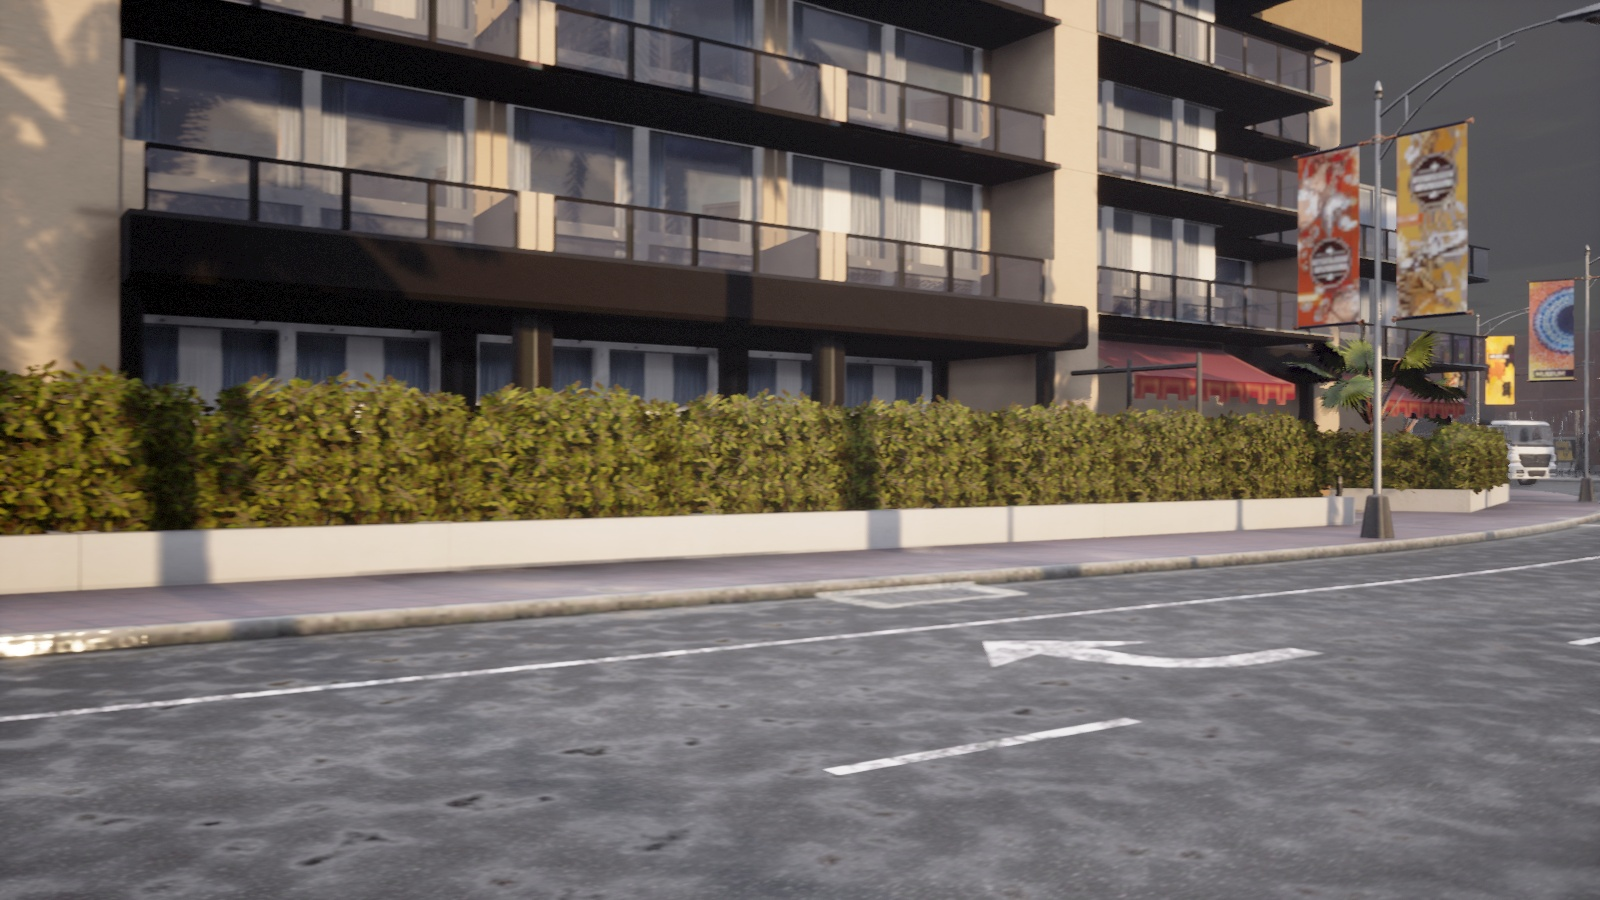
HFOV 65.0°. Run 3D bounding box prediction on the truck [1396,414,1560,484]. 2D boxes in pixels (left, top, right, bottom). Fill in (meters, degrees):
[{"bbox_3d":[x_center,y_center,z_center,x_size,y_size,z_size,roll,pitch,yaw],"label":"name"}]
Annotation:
[{"bbox_3d":[35.983,-0.037,67.049,2.891,3.462,7.936,0,0,-17],"label":"truck"}]
